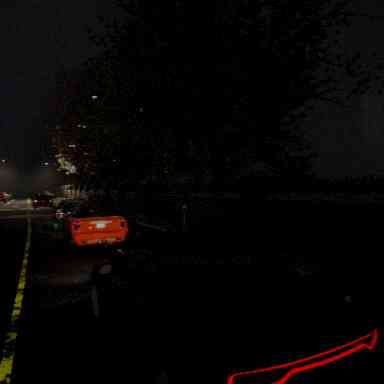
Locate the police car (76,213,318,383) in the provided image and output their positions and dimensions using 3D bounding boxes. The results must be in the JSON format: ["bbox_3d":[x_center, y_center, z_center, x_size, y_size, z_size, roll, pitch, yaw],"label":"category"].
[{"bbox_3d":[-0.124,1.338,4.642,1.930,1.638,5.238,-2,1,-28],"label":"police car"}]

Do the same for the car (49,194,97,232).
[{"bbox_3d":[-6.865,1.169,19.126,2.097,1.767,4.553,-2,1,-23],"label":"car"}]

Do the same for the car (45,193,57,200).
[{"bbox_3d":[-28.945,0.944,68.326,2.008,1.369,4.403,-1,1,-26],"label":"car"}]

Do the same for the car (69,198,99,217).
[{"bbox_3d":[-9.283,1.281,28.431,1.802,1.307,4.206,-1,1,-26],"label":"car"}]

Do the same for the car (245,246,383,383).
[{"bbox_3d":[2.643,1.411,3.337,1.887,1.381,4.507,-2,1,-25],"label":"car"}]

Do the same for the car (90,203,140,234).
[{"bbox_3d":[-4.389,1.352,18.438,1.802,1.307,4.206,-2,1,-26],"label":"car"}]

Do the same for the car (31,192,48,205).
[{"bbox_3d":[-23.120,0.955,50.398,2.097,1.767,4.553,-2,1,-26],"label":"car"}]

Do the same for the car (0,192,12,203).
[{"bbox_3d":[-34.252,0.999,59.805,2.192,1.841,5.009,-1,1,-26],"label":"car"}]

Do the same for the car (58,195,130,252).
[{"bbox_3d":[-4.138,1.201,13.723,2.097,1.767,4.553,-2,1,-25],"label":"car"}]

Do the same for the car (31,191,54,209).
[{"bbox_3d":[-17.623,1.038,39.299,2.097,1.767,4.553,-2,1,-26],"label":"car"}]

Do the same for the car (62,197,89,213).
[{"bbox_3d":[-11.741,1.212,33.417,2.008,1.369,4.403,-1,1,-26],"label":"car"}]

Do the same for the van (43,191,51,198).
[{"bbox_3d":[-36.321,0.611,83.284,1.690,1.788,3.998,-1,1,-26],"label":"van"}]

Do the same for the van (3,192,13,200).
[{"bbox_3d":[-44.083,0.863,79.757,1.690,1.788,3.998,-1,1,-26],"label":"van"}]

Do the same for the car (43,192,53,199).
[{"bbox_3d":[-33.862,0.752,78.299,1.967,1.590,4.097,-1,1,-26],"label":"car"}]
